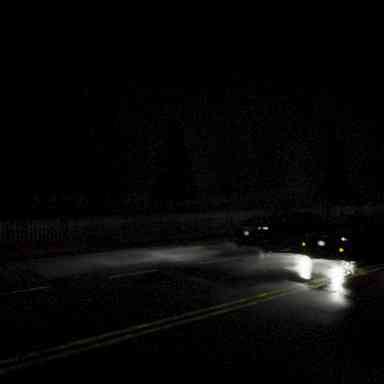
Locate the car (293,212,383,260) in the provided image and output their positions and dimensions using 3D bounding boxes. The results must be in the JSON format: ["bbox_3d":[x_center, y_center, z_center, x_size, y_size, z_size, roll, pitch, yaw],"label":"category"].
[{"bbox_3d":[6.072,1.577,12.581,4.181,1.385,1.994,0,0,-35],"label":"car"}]

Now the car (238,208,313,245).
[{"bbox_3d":[4.335,1.505,15.637,4.902,1.511,2.128,0,0,-35],"label":"car"}]
